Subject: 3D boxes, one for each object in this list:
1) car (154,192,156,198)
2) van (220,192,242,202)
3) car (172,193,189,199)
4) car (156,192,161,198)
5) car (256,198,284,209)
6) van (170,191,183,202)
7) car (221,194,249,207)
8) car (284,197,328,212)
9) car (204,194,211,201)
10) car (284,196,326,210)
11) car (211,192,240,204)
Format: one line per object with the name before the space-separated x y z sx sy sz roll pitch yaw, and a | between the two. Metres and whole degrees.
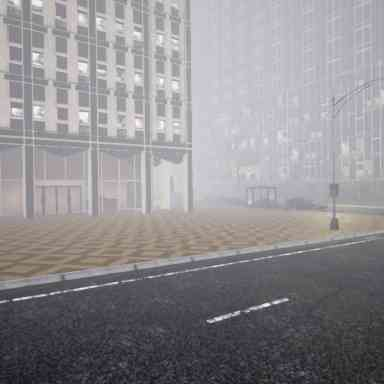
car | -9.003 0.684 83.616 1.967 1.590 4.097 0 1 -34
van | 7.004 0.853 60.134 1.690 1.788 3.998 -1 1 -34
car | -2.600 0.934 74.226 1.802 1.307 4.206 0 1 -34
car | -5.802 0.613 78.919 2.192 1.841 5.009 0 1 -34
car | 9.592 1.386 41.269 1.802 1.307 4.206 -1 1 -34
van | -3.121 0.936 60.112 1.690 1.788 3.998 0 1 -34
car | 6.439 1.318 45.997 1.947 1.339 4.313 -1 1 -34
car | 12.779 1.422 36.561 1.947 1.339 4.313 -1 1 -34
car | 3.804 1.041 64.833 1.802 1.307 4.206 -1 1 -34
car | 13.551 1.314 40.249 1.812 1.442 4.674 -1 1 -34
car | 5.507 1.184 52.062 1.812 1.442 4.674 -1 1 -34
